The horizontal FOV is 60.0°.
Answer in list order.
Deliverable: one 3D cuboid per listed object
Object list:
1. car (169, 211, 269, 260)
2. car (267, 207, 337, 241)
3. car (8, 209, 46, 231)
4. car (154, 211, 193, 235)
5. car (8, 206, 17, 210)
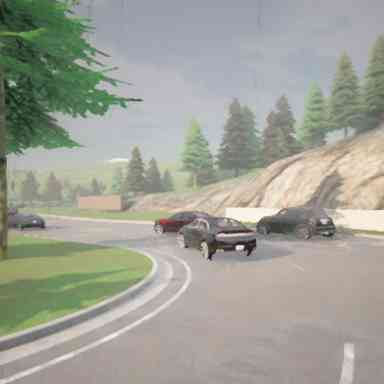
[{"bbox_3d":[0.844,1.769,13.809,2.128,1.511,4.902,0,-1,-19],"label":"car"},{"bbox_3d":[5.775,1.646,18.991,2.097,1.767,4.553,-1,-1,-30],"label":"car"},{"bbox_3d":[-13.984,2.404,27.870,4.181,1.385,1.994,-2,-2,43],"label":"car"},{"bbox_3d":[-0.287,1.921,20.850,5.008,1.535,1.882,-2,-2,43],"label":"car"},{"bbox_3d":[-25.575,2.790,46.552,2.097,1.767,4.553,0,-1,-38],"label":"car"}]
